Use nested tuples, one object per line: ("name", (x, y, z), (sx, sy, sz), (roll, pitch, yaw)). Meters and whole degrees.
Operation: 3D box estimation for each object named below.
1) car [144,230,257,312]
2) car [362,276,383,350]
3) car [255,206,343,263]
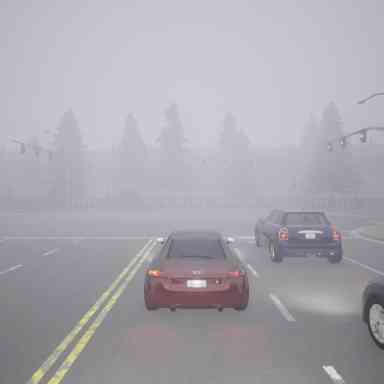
("car", (0.081, 1.564, 7.788), (1.994, 1.385, 4.181), (0, 0, 0))
("car", (3.592, 1.505, 3.315), (1.837, 1.490, 4.892), (0, 0, 0))
("car", (3.636, 1.352, 12.159), (2.097, 1.767, 4.553), (0, 0, 2))
